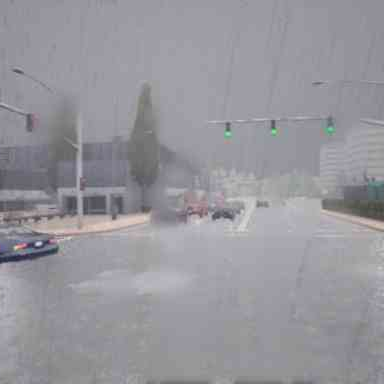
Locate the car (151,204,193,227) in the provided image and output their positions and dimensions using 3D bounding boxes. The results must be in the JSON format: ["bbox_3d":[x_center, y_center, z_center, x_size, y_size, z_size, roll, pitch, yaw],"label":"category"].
[{"bbox_3d":[-1.572,1.884,25.541,1.895,1.301,4.718,-1,-1,13],"label":"car"}]

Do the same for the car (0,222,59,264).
[{"bbox_3d":[-7.310,1.783,11.764,5.357,1.411,2.033,-1,-1,22],"label":"car"}]

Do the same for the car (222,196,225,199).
[{"bbox_3d":[4.437,1.707,55.161,2.150,2.045,5.566,-1,-1,11],"label":"car"}]

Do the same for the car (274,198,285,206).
[{"bbox_3d":[17.083,1.945,64.942,1.994,1.385,4.181,-1,-1,11],"label":"car"}]

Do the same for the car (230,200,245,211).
[{"bbox_3d":[6.723,1.949,48.805,1.994,1.385,4.181,-1,-1,12],"label":"car"}]

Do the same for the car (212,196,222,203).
[{"bbox_3d":[2.311,1.766,44.725,2.097,1.767,4.553,-1,-1,12],"label":"car"}]

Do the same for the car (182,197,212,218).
[{"bbox_3d":[0.353,1.569,34.993,2.150,2.045,5.566,-1,-1,11],"label":"car"}]

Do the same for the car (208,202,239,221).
[{"bbox_3d":[2.938,1.858,30.046,1.895,1.301,4.718,-1,-1,11],"label":"car"}]

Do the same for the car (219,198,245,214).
[{"bbox_3d":[4.750,1.811,39.138,2.128,1.511,4.902,-1,-1,11],"label":"car"}]

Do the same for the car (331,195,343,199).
[{"bbox_3d":[33.054,1.357,72.085,3.866,1.878,1.905,-1,-1,10],"label":"car"}]

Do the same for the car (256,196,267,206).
[{"bbox_3d":[13.570,1.793,65.238,2.097,1.767,4.553,-1,-1,11],"label":"car"}]

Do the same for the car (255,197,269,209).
[{"bbox_3d":[11.304,1.835,53.268,1.882,1.535,5.008,-1,0,11],"label":"car"}]
